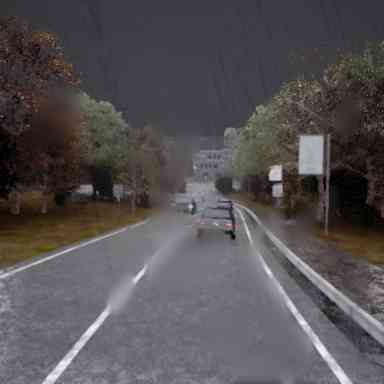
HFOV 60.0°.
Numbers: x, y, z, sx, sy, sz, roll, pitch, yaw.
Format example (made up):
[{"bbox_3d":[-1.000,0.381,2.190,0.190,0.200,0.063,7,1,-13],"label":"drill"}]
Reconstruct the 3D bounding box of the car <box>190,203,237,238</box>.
[{"bbox_3d":[1.360,1.525,17.551,2.033,1.411,5.357,1,0,7],"label":"car"}]

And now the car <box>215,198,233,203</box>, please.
[{"bbox_3d":[3.669,1.428,37.994,2.128,1.511,4.902,1,0,5],"label":"car"}]

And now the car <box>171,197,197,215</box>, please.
[{"bbox_3d":[-0.662,1.259,32.212,2.097,1.767,4.553,1,0,6],"label":"car"}]
